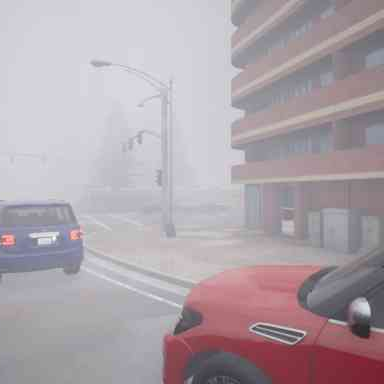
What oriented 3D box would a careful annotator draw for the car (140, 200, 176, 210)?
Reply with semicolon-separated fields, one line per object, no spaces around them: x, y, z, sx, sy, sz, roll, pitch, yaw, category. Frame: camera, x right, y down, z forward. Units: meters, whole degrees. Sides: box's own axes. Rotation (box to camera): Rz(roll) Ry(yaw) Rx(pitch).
-3.340;1.581;36.167;4.674;1.442;1.812;0;0;-22;car

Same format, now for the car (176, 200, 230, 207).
1.116;1.656;34.250;4.718;1.301;1.895;0;0;-23;car

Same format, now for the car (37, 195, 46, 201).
-37.240;1.478;82.542;1.882;1.535;5.008;0;0;-23;car

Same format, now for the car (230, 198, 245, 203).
5.187;1.533;39.732;5.008;1.535;1.882;0;0;-23;car

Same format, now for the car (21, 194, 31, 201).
-40.415;1.355;81.065;2.097;1.767;4.553;0;0;-23;car

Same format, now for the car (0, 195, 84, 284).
-4.951;1.221;9.811;2.150;2.045;5.566;0;0;-36;car

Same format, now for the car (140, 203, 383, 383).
2.348;1.221;2.453;5.566;2.045;2.150;0;0;36;car

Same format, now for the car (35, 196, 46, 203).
-33.219;1.540;73.066;2.033;1.411;5.357;0;0;-23;car
